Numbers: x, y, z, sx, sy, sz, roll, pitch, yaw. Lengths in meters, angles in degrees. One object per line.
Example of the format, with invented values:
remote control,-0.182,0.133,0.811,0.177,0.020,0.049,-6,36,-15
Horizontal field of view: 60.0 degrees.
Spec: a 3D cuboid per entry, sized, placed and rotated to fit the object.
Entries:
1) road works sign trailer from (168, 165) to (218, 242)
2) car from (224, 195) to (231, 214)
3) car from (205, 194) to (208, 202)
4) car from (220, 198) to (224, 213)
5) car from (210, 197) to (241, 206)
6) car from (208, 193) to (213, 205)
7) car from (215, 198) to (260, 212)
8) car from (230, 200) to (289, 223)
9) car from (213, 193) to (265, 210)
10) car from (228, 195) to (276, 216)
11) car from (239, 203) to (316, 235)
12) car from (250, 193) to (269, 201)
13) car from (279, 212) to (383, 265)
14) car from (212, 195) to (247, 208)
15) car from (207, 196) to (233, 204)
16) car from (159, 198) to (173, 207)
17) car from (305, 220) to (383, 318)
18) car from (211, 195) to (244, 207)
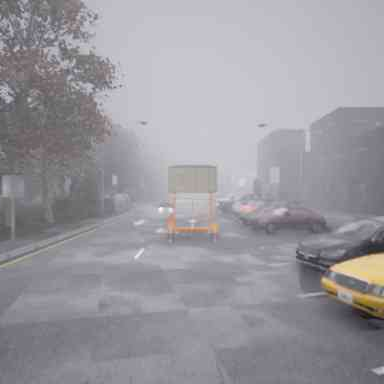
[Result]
road works sign trailer,0.035,0.451,16.392,2.380,3.560,2.880,0,0,0
car,5.416,1.345,27.663,4.553,1.767,2.185,1,0,-20
car,5.558,1.530,60.689,5.008,1.535,2.097,1,0,-20
car,5.396,1.512,30.660,4.674,1.452,2.002,1,0,-20
car,5.539,1.553,54.678,4.674,1.452,2.002,1,0,-20
car,5.448,1.234,42.655,5.566,2.045,2.435,1,0,-20
car,5.424,1.510,39.653,4.792,1.488,2.163,1,0,-20
car,5.326,1.499,21.642,4.792,1.488,2.163,1,0,-20
car,5.406,1.222,33.638,5.566,2.045,2.435,1,0,-20
car,5.400,1.345,24.662,4.553,1.767,2.185,1,0,-20
car,5.343,1.511,18.650,4.674,1.452,2.002,1,0,-20
car,18.642,1.384,91.679,2.435,2.045,5.566,0,1,-21
car,5.323,1.479,9.650,4.892,1.521,2.231,1,0,-20
car,5.475,1.371,48.668,4.553,1.767,2.185,1,0,-20
car,5.592,1.589,66.692,4.674,1.452,2.002,1,0,-20
car,-3.934,1.617,50.545,1.895,1.301,4.718,0,0,0
car,5.137,1.475,6.585,5.366,1.575,1.946,1,0,-20
car,5.491,1.379,51.670,4.553,1.767,2.185,1,0,-20
